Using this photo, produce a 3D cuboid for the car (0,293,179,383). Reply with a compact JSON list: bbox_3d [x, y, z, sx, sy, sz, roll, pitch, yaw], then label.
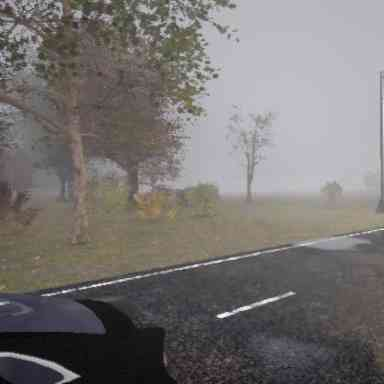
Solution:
[{"bbox_3d":[-2.376,1.610,1.978,4.902,1.511,2.128,-2,2,-36],"label":"car"}]
